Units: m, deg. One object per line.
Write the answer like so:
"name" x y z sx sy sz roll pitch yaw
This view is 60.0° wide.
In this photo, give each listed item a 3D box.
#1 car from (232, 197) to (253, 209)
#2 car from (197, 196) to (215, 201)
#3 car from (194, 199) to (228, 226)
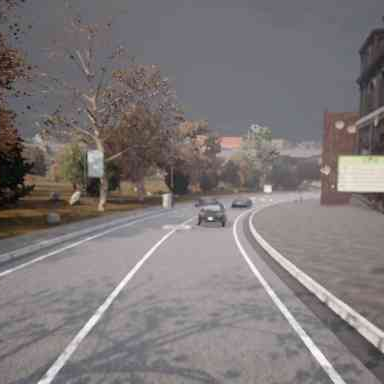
"car" 6.356 1.256 41.560 1.994 1.385 4.181 2 2 20
"car" 1.751 1.198 39.627 1.994 1.385 4.181 2 2 19
"car" 1.516 1.507 23.506 1.812 1.442 4.674 1 1 8
